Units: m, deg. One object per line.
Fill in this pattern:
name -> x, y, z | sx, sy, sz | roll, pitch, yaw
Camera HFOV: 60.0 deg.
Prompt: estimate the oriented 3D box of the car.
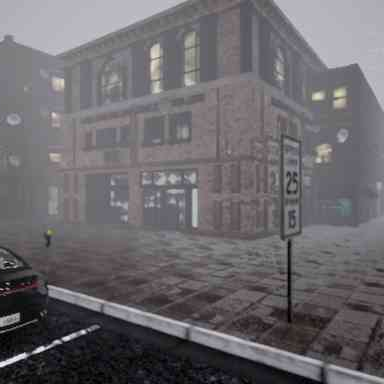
car -> -4.337, 1.577, 5.963 | 4.403, 1.369, 2.008 | 0, 0, 35
